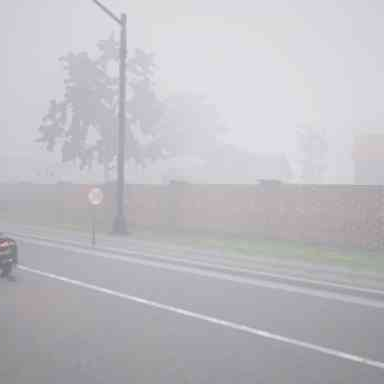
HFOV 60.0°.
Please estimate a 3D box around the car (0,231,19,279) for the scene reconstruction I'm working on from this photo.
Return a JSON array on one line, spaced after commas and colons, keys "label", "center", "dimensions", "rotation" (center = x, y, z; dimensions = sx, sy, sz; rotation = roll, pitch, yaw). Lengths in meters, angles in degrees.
[{"label": "car", "center": [-6.375, 1.393, 8.538], "dimensions": [4.902, 1.511, 2.128], "rotation": [1, 0, 35]}]
